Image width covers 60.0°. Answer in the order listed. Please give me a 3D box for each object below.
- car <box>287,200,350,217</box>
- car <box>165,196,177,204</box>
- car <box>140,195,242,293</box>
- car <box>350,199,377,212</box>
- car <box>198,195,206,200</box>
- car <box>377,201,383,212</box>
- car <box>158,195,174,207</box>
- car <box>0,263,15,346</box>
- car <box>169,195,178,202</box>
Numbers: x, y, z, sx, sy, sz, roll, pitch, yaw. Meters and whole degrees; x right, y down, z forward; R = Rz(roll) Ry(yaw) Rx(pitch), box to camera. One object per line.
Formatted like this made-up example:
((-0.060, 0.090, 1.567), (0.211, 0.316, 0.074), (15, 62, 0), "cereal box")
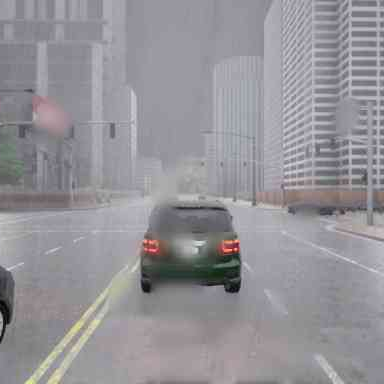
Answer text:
((11.233, 1.477, 30.348), (5.008, 1.535, 1.882), (0, 1, 6), "car")
((-4.092, 1.547, 66.232), (2.033, 1.411, 5.357), (0, 0, 0), "car")
((-0.022, 1.221, 9.003), (2.150, 2.045, 5.566), (0, 0, 0), "car")
((19.460, 1.547, 37.372), (5.357, 1.411, 2.033), (0, 0, -1), "car")
((2.724, 1.500, 90.613), (1.837, 1.490, 4.892), (0, 0, 0), "car")
((22.129, 1.477, 33.907), (5.008, 1.535, 1.882), (0, 0, -1), "car")
((-4.034, 1.352, 52.260), (2.097, 1.767, 4.553), (0, 0, 0), "car")
((-3.616, 1.505, 3.178), (1.837, 1.490, 4.892), (0, 0, -1), "car")
((-4.156, 1.500, 76.753), (1.837, 1.490, 4.892), (0, 0, 0), "car")
